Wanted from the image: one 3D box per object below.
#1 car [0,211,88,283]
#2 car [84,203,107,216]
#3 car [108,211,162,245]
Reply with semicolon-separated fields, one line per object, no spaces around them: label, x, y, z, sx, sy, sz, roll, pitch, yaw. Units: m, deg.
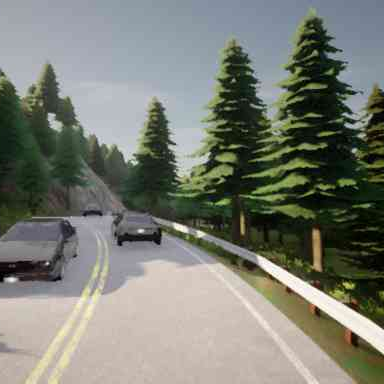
car;-4.507;1.542;9.898;2.033;1.411;5.357;1;0;-12
car;-10.339;1.818;35.011;2.033;1.411;5.357;1;-3;-14
car;-2.717;1.592;15.748;1.994;1.385;4.181;1;0;-17
